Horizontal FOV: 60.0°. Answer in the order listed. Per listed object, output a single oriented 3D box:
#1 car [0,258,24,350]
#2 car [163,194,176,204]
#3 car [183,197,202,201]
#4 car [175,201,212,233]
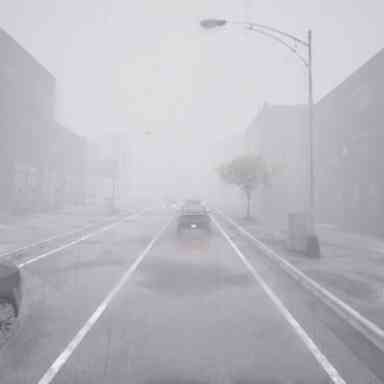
[{"bbox_3d":[-3.597,1.494,3.337,2.128,1.511,4.902,0,0,0],"label":"car"},{"bbox_3d":[-3.549,1.071,52.714,1.837,1.490,4.892,0,1,0],"label":"car"},{"bbox_3d":[0.078,1.333,37.615,1.837,1.490,4.892,0,1,0],"label":"car"},{"bbox_3d":[0.090,1.494,19.554,1.837,1.490,4.892,0,0,0],"label":"car"}]
